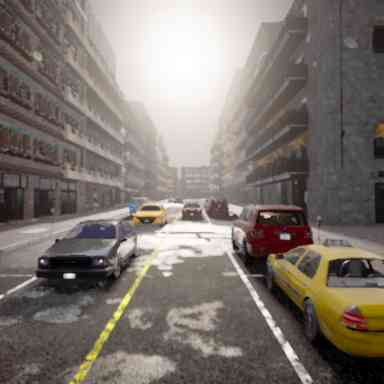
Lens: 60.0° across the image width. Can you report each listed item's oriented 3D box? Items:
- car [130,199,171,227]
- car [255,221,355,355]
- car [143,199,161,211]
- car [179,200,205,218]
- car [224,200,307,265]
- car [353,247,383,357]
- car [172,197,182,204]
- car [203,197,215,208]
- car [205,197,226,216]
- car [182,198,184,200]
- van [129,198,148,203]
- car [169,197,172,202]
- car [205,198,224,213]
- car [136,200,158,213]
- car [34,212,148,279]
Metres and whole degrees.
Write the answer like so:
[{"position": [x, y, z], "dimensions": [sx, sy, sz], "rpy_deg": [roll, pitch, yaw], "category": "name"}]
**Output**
[{"position": [-2.828, 1.544, 23.519], "dimensions": [1.882, 1.535, 5.008], "rpy_deg": [0, 0, 0], "category": "car"}, {"position": [2.581, 1.538, 6.235], "dimensions": [1.752, 1.417, 4.829], "rpy_deg": [1, 0, 0], "category": "car"}, {"position": [-5.300, 1.715, 44.785], "dimensions": [1.752, 1.417, 4.829], "rpy_deg": [1, 0, 0], "category": "car"}, {"position": [0.011, 1.706, 31.588], "dimensions": [1.895, 1.301, 4.718], "rpy_deg": [0, 0, 0], "category": "car"}, {"position": [2.584, 1.339, 11.630], "dimensions": [2.192, 1.841, 5.009], "rpy_deg": [1, 0, 0], "category": "car"}, {"position": [2.585, 1.317, 0.506], "dimensions": [2.192, 1.841, 5.009], "rpy_deg": [1, 0, 0], "category": "car"}, {"position": [-2.745, 1.853, 70.959], "dimensions": [1.837, 1.490, 4.892], "rpy_deg": [0, 0, 0], "category": "car"}, {"position": [2.754, 1.718, 55.021], "dimensions": [1.801, 1.575, 5.366], "rpy_deg": [0, 0, 0], "category": "car"}, {"position": [2.583, 1.433, 33.864], "dimensions": [2.192, 1.841, 5.009], "rpy_deg": [1, 0, 0], "category": "car"}, {"position": [0.049, 1.755, 45.117], "dimensions": [1.994, 1.385, 4.181], "rpy_deg": [0, 0, 1], "category": "car"}, {"position": [-5.296, 1.459, 33.829], "dimensions": [1.690, 1.788, 3.998], "rpy_deg": [1, 0, 0], "category": "van"}, {"position": [-5.297, 2.044, 89.298], "dimensions": [1.752, 1.417, 4.829], "rpy_deg": [1, 0, 0], "category": "car"}, {"position": [2.581, 1.594, 39.428], "dimensions": [1.967, 1.590, 4.097], "rpy_deg": [1, 0, 0], "category": "car"}, {"position": [-5.300, 1.704, 39.393], "dimensions": [2.008, 1.369, 4.403], "rpy_deg": [1, 0, 0], "category": "car"}, {"position": [-2.846, 1.569, 10.387], "dimensions": [2.033, 1.411, 5.357], "rpy_deg": [0, 0, 0], "category": "car"}]
